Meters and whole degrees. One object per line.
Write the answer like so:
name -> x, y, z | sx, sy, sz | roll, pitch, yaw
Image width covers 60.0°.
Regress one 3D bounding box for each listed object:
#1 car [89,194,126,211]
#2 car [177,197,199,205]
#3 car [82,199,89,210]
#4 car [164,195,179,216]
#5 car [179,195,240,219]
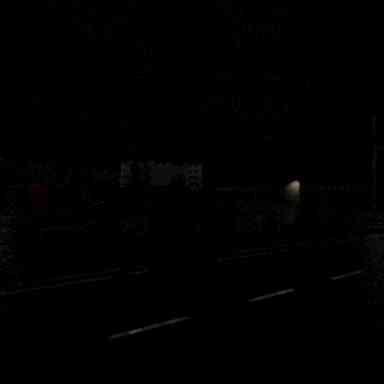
car -> -11.396, 1.170, 44.957 | 3.866, 1.878, 1.905 | 0, 0, -35
car -> -0.807, 1.631, 62.008 | 1.895, 1.301, 4.718 | 0, 0, -33
car -> -13.060, 1.409, 47.326 | 3.806, 1.475, 1.970 | 0, 0, -35
car -> -0.025, 1.170, 28.963 | 3.866, 1.878, 1.905 | 0, 0, -35
car -> 1.603, 1.168, 26.569 | 4.605, 1.855, 1.932 | 0, 0, -35
